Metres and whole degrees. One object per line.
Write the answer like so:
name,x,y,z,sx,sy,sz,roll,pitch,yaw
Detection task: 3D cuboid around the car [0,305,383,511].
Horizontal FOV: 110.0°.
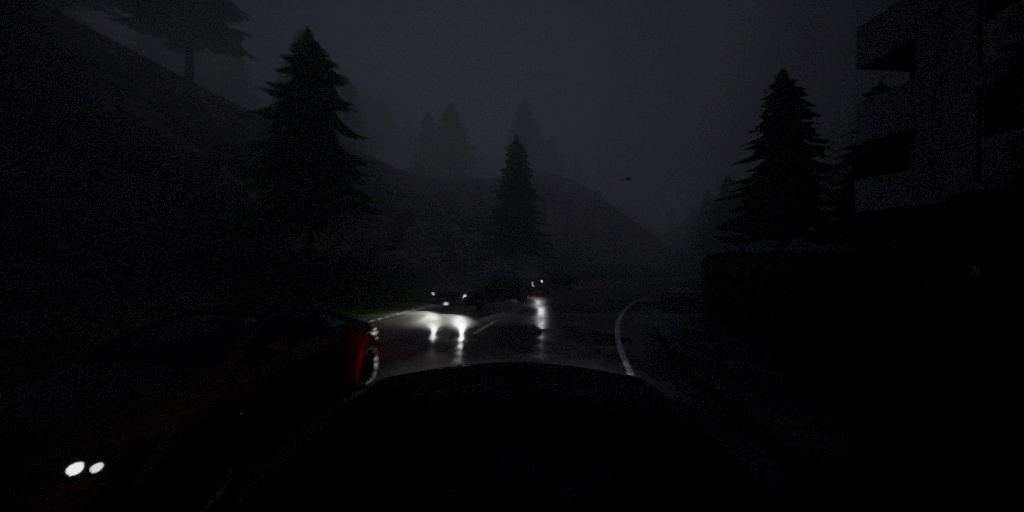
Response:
car,-3.140,1.280,3.991,1.994,1.385,4.181,0,0,5

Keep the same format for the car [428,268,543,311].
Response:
car,-0.936,1.237,14.488,2.033,1.411,5.357,1,0,30

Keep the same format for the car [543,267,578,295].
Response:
car,1.940,1.292,19.586,1.895,1.301,4.718,1,0,31
